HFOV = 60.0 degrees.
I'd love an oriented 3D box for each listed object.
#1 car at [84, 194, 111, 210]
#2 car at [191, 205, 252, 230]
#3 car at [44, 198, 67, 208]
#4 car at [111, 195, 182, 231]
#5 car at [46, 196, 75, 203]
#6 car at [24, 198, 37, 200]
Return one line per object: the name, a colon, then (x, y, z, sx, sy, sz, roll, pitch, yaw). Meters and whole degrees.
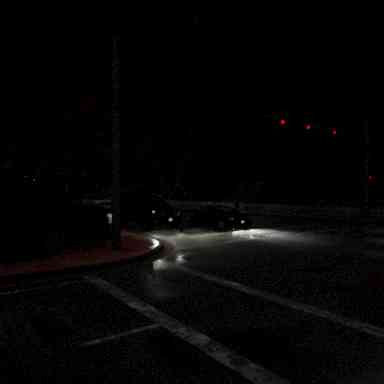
car: (-10.172, 1.213, 36.775, 2.150, 2.045, 5.566, 0, 0, -37)
car: (1.748, 1.556, 20.919, 1.994, 1.385, 4.181, 0, 0, -37)
car: (-21.226, 1.605, 51.632, 2.033, 1.411, 5.357, 0, 0, -37)
car: (-2.881, 1.213, 21.257, 2.150, 2.045, 5.566, 0, 0, -37)
car: (-13.924, 1.347, 35.949, 2.097, 1.767, 4.553, 0, 0, -37)
car: (-24.005, 1.508, 49.504, 1.895, 1.301, 4.718, 0, 0, -37)
